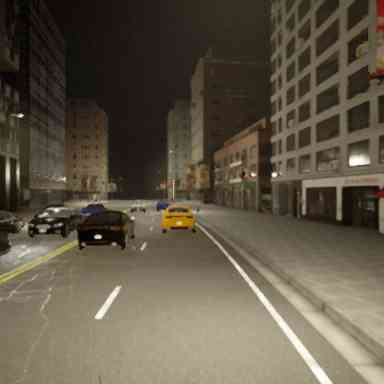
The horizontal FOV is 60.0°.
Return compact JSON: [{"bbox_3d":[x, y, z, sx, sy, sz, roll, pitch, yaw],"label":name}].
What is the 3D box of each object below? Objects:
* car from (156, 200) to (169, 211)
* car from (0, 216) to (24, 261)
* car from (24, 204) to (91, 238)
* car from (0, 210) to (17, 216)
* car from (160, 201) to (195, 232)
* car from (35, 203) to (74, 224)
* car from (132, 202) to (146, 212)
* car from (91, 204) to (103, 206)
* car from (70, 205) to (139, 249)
[{"bbox_3d":[-3.765,1.741,44.339,1.882,1.535,5.008,0,0,-8],"label":"car"},{"bbox_3d":[-6.841,1.613,8.850,2.033,1.411,5.357,0,0,-3],"label":"car"},{"bbox_3d":[-7.414,1.611,18.532,2.128,1.511,4.902,0,0,-5],"label":"car"},{"bbox_3d":[-10.562,1.671,17.249,2.033,1.411,5.357,0,0,-4],"label":"car"},{"bbox_3d":[-0.896,1.593,20.937,1.882,1.535,5.008,0,0,-5],"label":"car"},{"bbox_3d":[-11.466,1.737,28.040,1.812,1.442,4.674,0,0,-7],"label":"car"},{"bbox_3d":[-6.784,1.863,42.475,1.895,1.301,4.718,0,0,-8],"label":"car"},{"bbox_3d":[-8.240,1.729,28.430,1.812,1.442,4.674,0,0,-7],"label":"car"},{"bbox_3d":[-3.710,1.568,15.085,1.882,1.535,5.008,0,0,-4],"label":"car"}]
